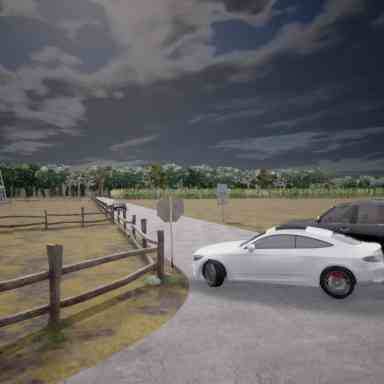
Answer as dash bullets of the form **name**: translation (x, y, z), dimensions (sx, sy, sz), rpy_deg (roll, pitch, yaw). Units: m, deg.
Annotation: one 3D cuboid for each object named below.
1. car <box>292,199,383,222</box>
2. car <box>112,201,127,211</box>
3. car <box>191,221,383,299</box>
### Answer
- **car**: translation (5.105, 1.229, 9.819), dimensions (2.150, 2.045, 5.566), rpy_deg (-2, 0, -40)
- **car**: translation (-10.849, 1.983, 49.470), dimensions (2.033, 1.411, 5.357), rpy_deg (-2, 0, -18)
- **car**: translation (2.269, 1.613, 8.460), dimensions (4.674, 1.442, 1.812), rpy_deg (-2, 0, 22)
